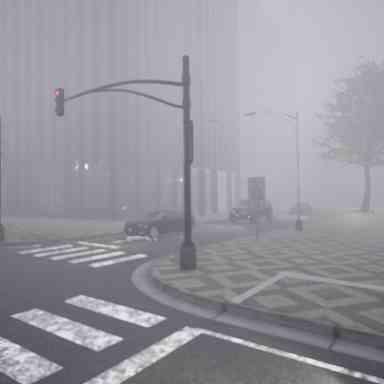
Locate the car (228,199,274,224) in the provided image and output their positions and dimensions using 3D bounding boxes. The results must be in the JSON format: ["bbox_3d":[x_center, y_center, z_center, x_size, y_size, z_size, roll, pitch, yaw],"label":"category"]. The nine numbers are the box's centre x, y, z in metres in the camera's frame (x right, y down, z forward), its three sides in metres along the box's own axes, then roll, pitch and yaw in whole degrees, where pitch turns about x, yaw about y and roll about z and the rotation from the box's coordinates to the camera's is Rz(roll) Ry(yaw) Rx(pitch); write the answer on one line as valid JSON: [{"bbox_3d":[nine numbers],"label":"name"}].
[{"bbox_3d":[5.320,1.602,29.380,2.150,2.045,5.566,-1,-1,36],"label":"car"}]

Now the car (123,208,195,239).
[{"bbox_3d":[-1.790,1.748,19.464,1.882,1.535,5.008,-1,-1,36],"label":"car"}]

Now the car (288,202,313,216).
[{"bbox_3d":[13.219,2.014,40.359,1.837,1.490,4.892,-1,1,36],"label":"car"}]
